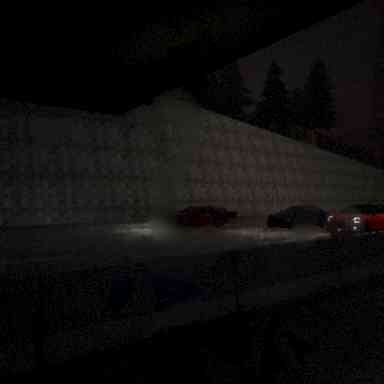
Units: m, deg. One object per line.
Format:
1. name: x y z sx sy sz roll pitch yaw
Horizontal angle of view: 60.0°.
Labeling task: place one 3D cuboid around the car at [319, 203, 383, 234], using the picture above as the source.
1. car: 9.905 1.514 19.495 4.553 1.767 2.097 1 0 -35

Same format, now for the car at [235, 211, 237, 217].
1. car: 1.200 1.722 26.232 4.718 1.301 1.895 1 0 -35

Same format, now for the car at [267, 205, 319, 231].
1. car: 7.033 1.627 21.762 5.008 1.535 1.882 1 0 -35

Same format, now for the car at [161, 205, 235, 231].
1. car: 0.239 1.618 21.282 4.674 1.442 1.812 1 0 -35
